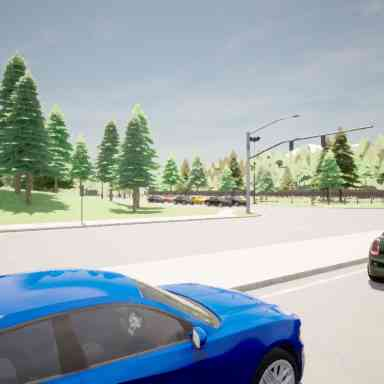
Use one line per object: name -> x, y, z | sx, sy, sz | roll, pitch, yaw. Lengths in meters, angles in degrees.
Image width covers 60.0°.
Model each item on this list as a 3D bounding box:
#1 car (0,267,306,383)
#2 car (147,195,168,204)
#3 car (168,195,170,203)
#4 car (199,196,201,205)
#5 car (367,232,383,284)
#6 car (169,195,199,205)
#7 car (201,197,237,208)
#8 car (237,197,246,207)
car -> -1.032, 1.478, 3.012 | 5.008, 1.535, 1.882 | 0, 0, -35
car -> -7.242, 1.505, 66.020 | 1.837, 1.490, 4.892 | 0, 0, -35
car -> -4.636, 1.352, 68.443 | 2.097, 1.767, 4.553 | 0, 0, -35
car -> 1.107, 1.478, 60.113 | 1.882, 1.535, 5.008 | 0, 0, -35
car -> 6.463, 1.352, 8.386 | 4.553, 1.767, 2.097 | 0, 0, -35
car -> -1.416, 1.505, 57.599 | 1.837, 1.490, 4.892 | 0, 0, -35
car -> 3.962, 1.478, 49.893 | 1.882, 1.535, 5.008 | 0, 0, -35
car -> 6.581, 1.478, 52.258 | 1.882, 1.535, 5.008 | 0, 0, -35
